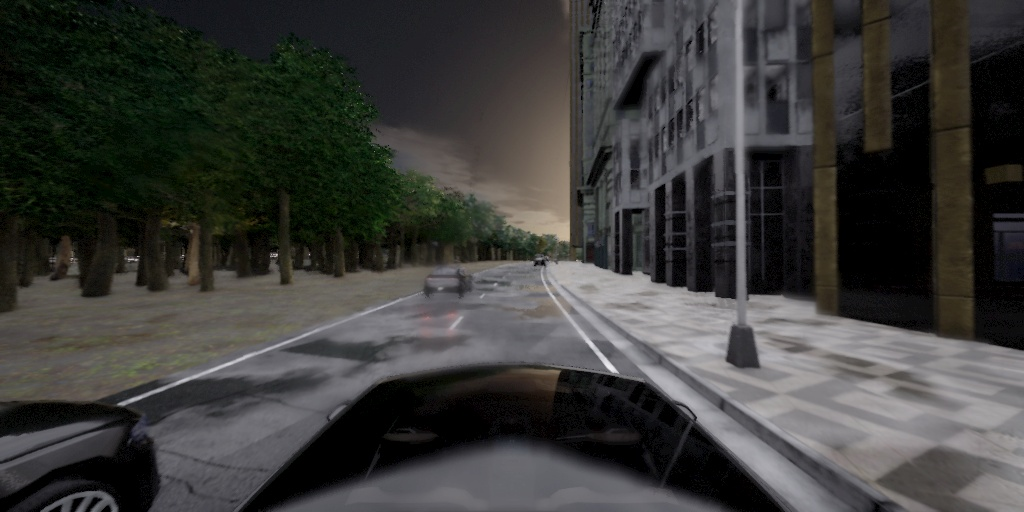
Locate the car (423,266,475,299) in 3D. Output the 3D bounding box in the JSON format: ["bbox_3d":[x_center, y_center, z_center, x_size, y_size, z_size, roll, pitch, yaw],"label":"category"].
[{"bbox_3d":[-3.076,1.250,18.243,2.128,1.511,4.902,0,0,2],"label":"car"}]

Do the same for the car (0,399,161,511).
[{"bbox_3d":[-3.375,1.235,0.474,2.128,1.511,4.902,0,0,0],"label":"car"}]

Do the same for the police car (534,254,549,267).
[{"bbox_3d":[4.624,0.920,58.918,1.930,1.638,5.238,0,1,7],"label":"police car"}]
